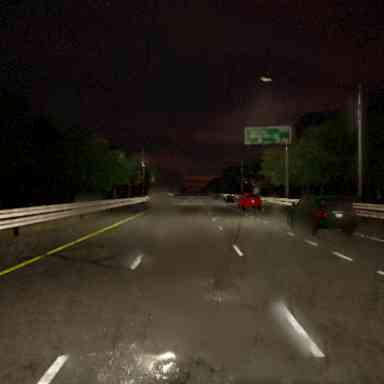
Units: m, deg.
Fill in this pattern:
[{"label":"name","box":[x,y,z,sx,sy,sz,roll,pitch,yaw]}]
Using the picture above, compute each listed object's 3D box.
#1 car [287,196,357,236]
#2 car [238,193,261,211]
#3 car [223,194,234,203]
[{"label":"car","box":[7.024,1.218,18.531,2.150,2.045,5.566,0,0,0]},{"label":"car","box":[7.102,1.195,41.365,2.150,2.045,5.566,0,0,0]},{"label":"car","box":[7.200,1.457,65.967,1.837,1.490,4.892,0,0,0]}]
